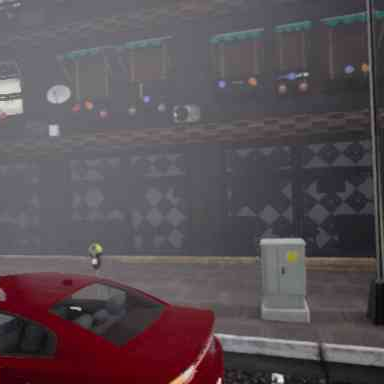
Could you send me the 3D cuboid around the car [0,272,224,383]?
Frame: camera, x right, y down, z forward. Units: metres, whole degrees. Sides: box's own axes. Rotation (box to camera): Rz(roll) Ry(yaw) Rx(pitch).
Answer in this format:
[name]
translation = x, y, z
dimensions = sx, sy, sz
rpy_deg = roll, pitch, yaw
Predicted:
[car]
translation = -1.947, 1.562, 3.451
dimensions = 4.507, 1.381, 1.887
rpy_deg = -1, -1, 14
